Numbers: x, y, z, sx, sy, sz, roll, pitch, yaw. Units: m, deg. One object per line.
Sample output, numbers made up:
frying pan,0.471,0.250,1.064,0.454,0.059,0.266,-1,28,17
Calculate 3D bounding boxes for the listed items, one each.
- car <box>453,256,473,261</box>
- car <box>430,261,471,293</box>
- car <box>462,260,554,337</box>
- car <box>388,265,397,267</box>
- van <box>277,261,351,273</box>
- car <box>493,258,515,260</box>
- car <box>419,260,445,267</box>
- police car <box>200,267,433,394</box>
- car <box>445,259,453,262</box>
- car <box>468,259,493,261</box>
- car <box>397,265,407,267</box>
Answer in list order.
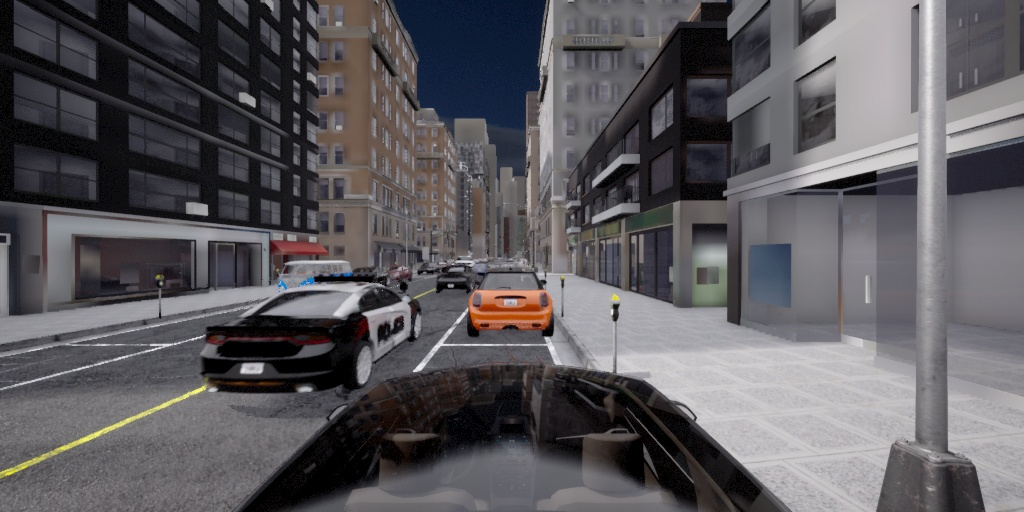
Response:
car,-6.176,0.983,46.785,2.150,2.045,5.566,0,0,0
car,-3.098,1.258,20.733,1.837,1.490,4.892,0,0,0
car,-0.033,1.103,10.470,2.097,1.767,4.553,0,0,0
car,-8.813,1.317,21.829,1.948,1.339,4.313,0,0,0
van,-8.813,1.091,16.328,1.690,1.789,3.998,0,0,0
car,-0.288,1.193,27.330,1.967,1.591,4.097,0,0,0
car,-8.813,1.322,38.333,1.948,1.339,4.313,0,0,0
police car,-3.148,1.175,6.942,1.930,1.638,5.238,0,0,0
car,-8.814,1.341,43.834,1.802,1.307,4.207,0,0,0
car,-3.097,1.320,35.951,1.994,1.385,4.181,0,0,0
car,-8.813,1.335,27.331,1.802,1.307,4.207,0,0,0
